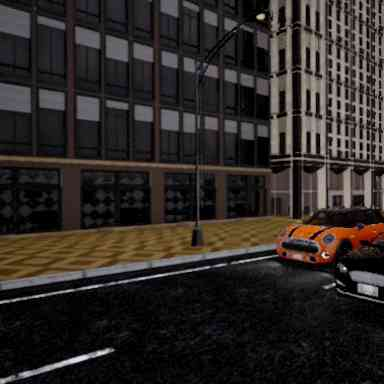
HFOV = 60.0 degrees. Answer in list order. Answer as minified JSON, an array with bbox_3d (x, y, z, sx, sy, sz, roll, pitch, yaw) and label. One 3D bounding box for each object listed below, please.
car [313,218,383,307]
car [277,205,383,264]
[{"bbox_3d":[5.137,1.492,7.414,4.902,1.511,2.128,0,0,-36],"label":"car"},{"bbox_3d":[4.981,1.354,11.324,4.553,1.767,2.097,0,0,-36],"label":"car"}]
